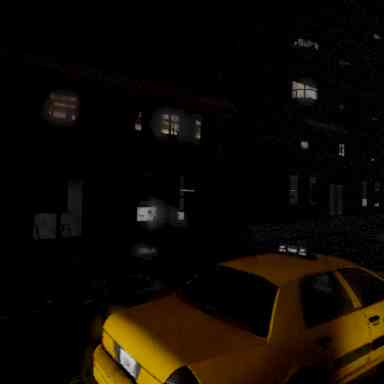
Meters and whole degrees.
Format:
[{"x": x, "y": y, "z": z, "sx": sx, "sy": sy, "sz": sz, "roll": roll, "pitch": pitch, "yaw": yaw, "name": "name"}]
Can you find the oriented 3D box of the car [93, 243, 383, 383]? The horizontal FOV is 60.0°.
[{"x": 1.528, "y": 1.457, "z": 4.369, "sx": 5.366, "sy": 1.575, "sz": 1.801, "roll": 0, "pitch": 0, "yaw": -35, "name": "car"}]
